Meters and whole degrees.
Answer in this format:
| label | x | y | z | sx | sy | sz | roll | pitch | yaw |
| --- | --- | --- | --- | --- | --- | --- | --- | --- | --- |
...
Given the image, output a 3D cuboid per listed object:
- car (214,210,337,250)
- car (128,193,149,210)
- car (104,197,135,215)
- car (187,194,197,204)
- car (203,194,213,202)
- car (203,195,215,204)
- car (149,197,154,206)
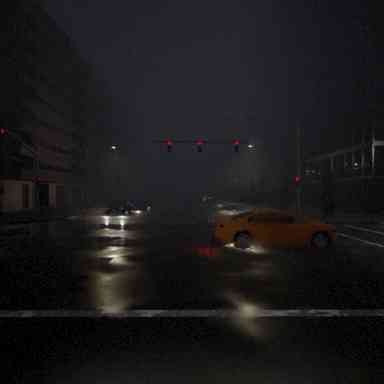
| label | x | y | z | sx | sy | sz | roll | pitch | yaw |
| --- | --- | --- | --- | --- | --- | --- | --- | --- | --- |
| car | 3.447 | 1.504 | 13.945 | 5.008 | 1.535 | 1.882 | 0 | 0 | 0 |
| car | -7.452 | 1.221 | 44.088 | 2.150 | 2.045 | 5.566 | 0 | 0 | 1 |
| car | -7.466 | 1.526 | 34.177 | 1.812 | 1.442 | 4.674 | 0 | 0 | 0 |
| car | -0.038 | 1.564 | 64.574 | 1.994 | 1.385 | 4.181 | 0 | 0 | 1 |
| car | 3.465 | 1.355 | 74.531 | 2.097 | 1.767 | 4.553 | 0 | 0 | 1 |
| car | 3.461 | 1.491 | 64.666 | 2.128 | 1.511 | 4.902 | 0 | 0 | 1 |
| car | -7.340 | 1.547 | 54.552 | 2.033 | 1.411 | 5.357 | 0 | 0 | 1 |
